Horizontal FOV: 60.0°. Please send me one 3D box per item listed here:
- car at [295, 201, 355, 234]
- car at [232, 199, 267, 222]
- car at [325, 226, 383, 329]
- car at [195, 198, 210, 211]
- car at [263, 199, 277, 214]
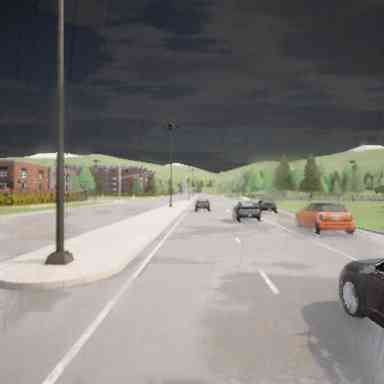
[{"bbox_3d":[7.638,1.398,19.537,2.097,1.767,4.553,0,0,2],"label":"car"},{"bbox_3d":[4.363,1.541,27.005,2.128,1.511,4.902,0,0,2],"label":"car"},{"bbox_3d":[3.757,1.520,4.551,1.837,1.490,4.892,0,0,1],"label":"car"},{"bbox_3d":[1.319,1.555,41.823,2.128,1.511,4.902,0,0,2],"label":"car"},{"bbox_3d":[8.176,1.577,37.106,1.837,1.490,4.892,0,0,2],"label":"car"}]
